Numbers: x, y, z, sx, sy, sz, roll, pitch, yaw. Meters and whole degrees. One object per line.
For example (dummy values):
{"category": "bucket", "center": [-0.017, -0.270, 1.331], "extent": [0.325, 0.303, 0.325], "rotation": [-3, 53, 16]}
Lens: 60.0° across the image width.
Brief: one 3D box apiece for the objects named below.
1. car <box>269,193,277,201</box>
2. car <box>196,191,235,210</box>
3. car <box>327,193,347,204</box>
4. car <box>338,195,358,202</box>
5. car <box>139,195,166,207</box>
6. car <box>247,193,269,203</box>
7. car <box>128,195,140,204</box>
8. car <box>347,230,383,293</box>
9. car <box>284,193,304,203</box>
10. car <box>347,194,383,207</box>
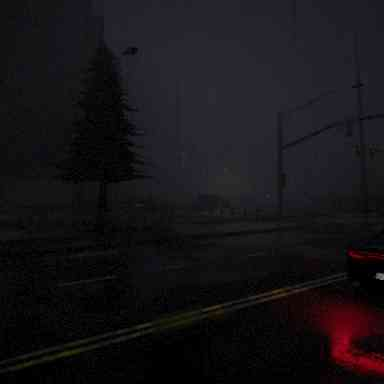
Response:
{"category": "car", "center": [18.618, 1.438, 83.490], "extent": [1.784, 1.438, 3.905], "rotation": [0, 0, -36]}
{"category": "car", "center": [2.780, 1.254, 44.650], "extent": [2.150, 2.045, 5.566], "rotation": [0, 0, -36]}
{"category": "car", "center": [34.038, 1.238, 76.050], "extent": [1.932, 1.855, 4.605], "rotation": [0, 0, -36]}
{"category": "car", "center": [36.434, 1.452, 77.679], "extent": [1.784, 1.438, 3.905], "rotation": [0, 0, -36]}
{"category": "car", "center": [-5.716, 1.554, 50.508], "extent": [1.812, 1.442, 4.674], "rotation": [0, 0, -36]}
{"category": "car", "center": [16.261, 1.467, 81.810], "extent": [1.970, 1.475, 3.806], "rotation": [0, 0, -36]}
{"category": "car", "center": [-10.408, 1.382, 63.166], "extent": [2.097, 1.767, 4.553], "rotation": [0, 0, -36]}
{"category": "car", "center": [5.700, 1.489, 7.870], "extent": [5.008, 1.535, 1.882], "rotation": [0, 0, -35]}
{"category": "car", "center": [20.333, 1.460, 66.165], "extent": [1.970, 1.475, 3.806], "rotation": [0, 0, -36]}
{"category": "car", "center": [25.885, 1.211, 48.737], "extent": [1.932, 1.855, 4.605], "rotation": [0, 0, -36]}
